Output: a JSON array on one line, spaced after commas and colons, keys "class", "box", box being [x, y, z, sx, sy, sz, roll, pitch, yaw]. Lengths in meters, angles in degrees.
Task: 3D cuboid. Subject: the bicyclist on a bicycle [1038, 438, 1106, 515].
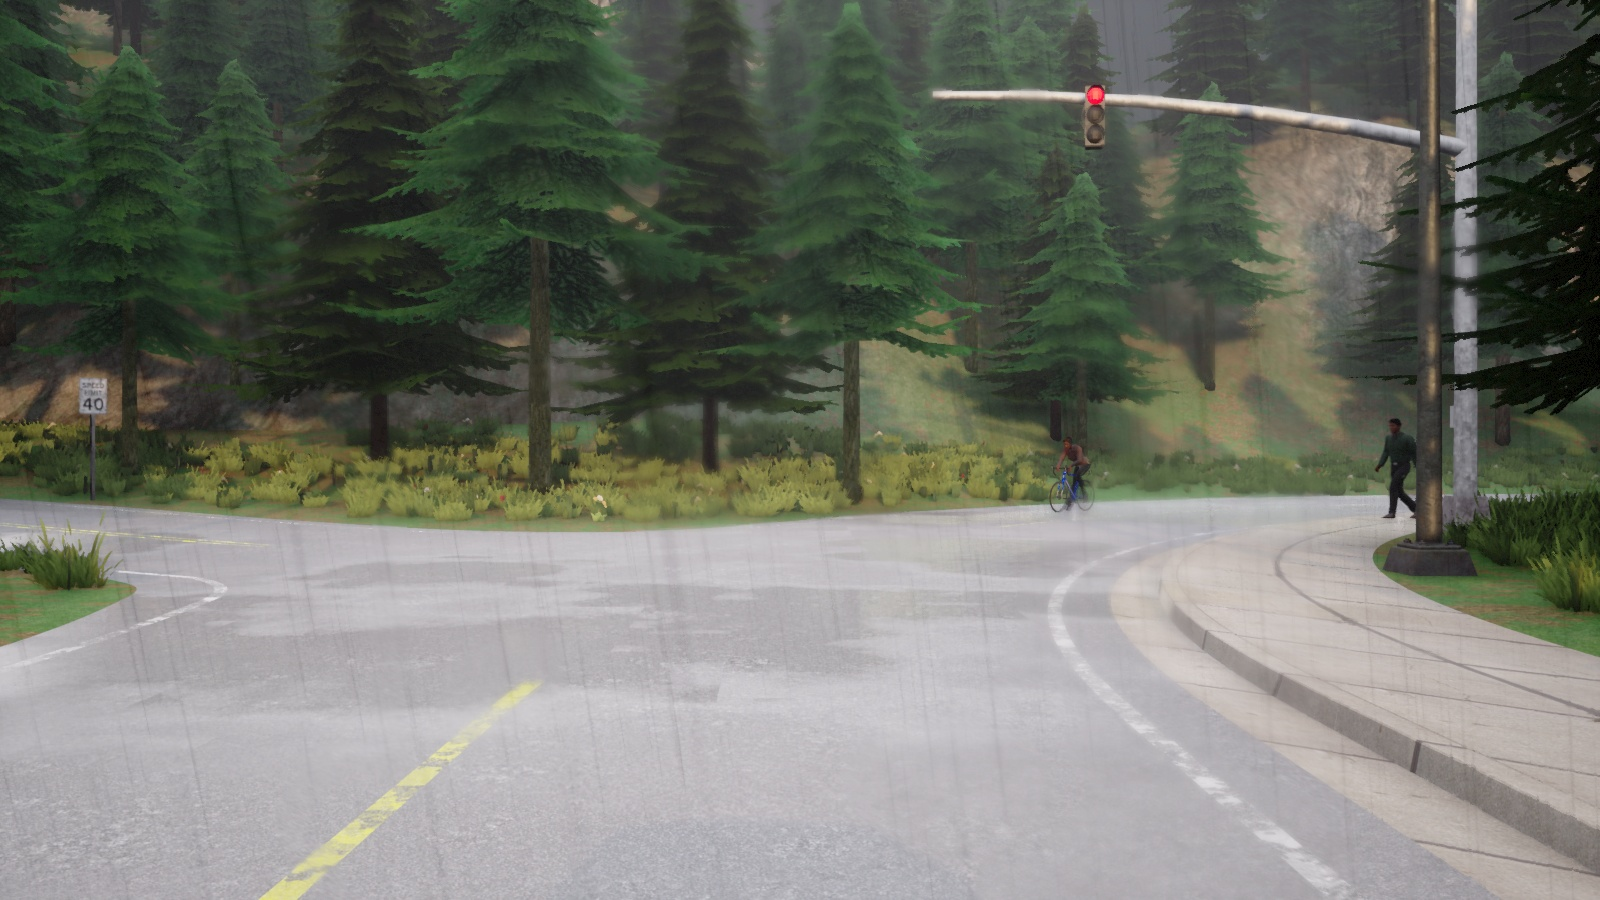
[{"class": "bicyclist on a bicycle", "box": [5.883, 0.551, 27.127, 1.656, 1.620, 0.582, -1, 1, -42]}]

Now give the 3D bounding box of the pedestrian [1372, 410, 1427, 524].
[{"class": "pedestrian", "box": [10.425, 0.294, 21.848, 0.788, 1.949, 0.423, 0, 0, -19]}]
